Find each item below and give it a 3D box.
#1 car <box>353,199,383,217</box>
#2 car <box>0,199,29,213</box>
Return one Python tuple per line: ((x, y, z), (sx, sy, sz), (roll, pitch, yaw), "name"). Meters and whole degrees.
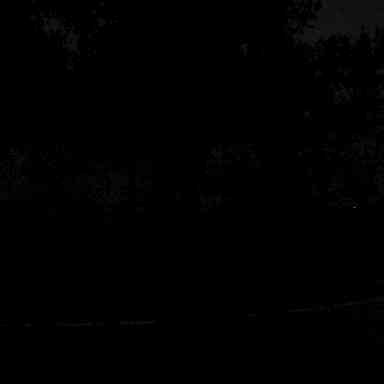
((16.502, 1.361, 28.991), (2.097, 1.767, 4.553), (0, 0, -35), "car")
((-19.093, 1.505, 33.615), (1.837, 1.490, 4.892), (0, 0, 35), "car")
